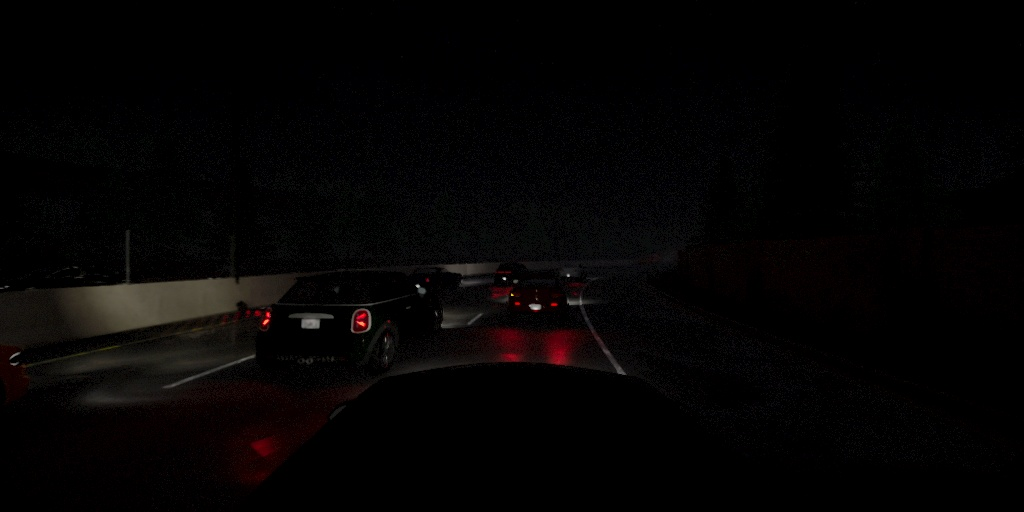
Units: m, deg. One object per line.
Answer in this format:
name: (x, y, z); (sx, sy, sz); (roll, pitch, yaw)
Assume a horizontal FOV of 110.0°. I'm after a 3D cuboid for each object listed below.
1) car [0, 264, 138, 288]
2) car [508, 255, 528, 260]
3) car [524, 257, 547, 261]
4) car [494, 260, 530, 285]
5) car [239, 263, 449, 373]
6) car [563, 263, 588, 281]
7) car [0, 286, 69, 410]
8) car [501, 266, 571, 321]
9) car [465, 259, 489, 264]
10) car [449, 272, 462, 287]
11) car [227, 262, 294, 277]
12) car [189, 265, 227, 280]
car: (-19.905, 1.149, 15.925); (1.837, 1.490, 4.892); (0, 0, 9)
car: (0.866, 0.909, 60.500); (2.150, 2.045, 5.566); (0, 0, 34)
car: (4.640, 1.260, 59.809); (2.033, 1.411, 5.357); (0, 0, 35)
car: (0.144, 1.232, 25.709); (1.837, 1.490, 4.892); (0, 0, 15)
car: (-3.015, 1.082, 7.744); (2.097, 1.767, 4.553); (0, 0, 4)
car: (5.083, 1.271, 29.822); (1.812, 1.442, 4.674); (0, 0, 19)
car: (-6.780, 1.196, 2.189); (1.882, 1.535, 5.008); (0, 0, 0)
car: (0.971, 1.265, 12.453); (1.812, 1.442, 4.674); (0, 0, 7)
car: (-5.570, 1.174, 56.869); (1.837, 1.490, 4.892); (0, 0, 31)
car: (-4.591, 1.310, 21.323); (1.895, 1.301, 4.718); (0, 0, 12)
car: (-12.239, 1.153, 19.573); (1.882, 1.535, 5.008); (0, 0, 11)
car: (-15.594, 1.137, 20.663); (1.882, 1.535, 5.008); (0, 0, 12)
